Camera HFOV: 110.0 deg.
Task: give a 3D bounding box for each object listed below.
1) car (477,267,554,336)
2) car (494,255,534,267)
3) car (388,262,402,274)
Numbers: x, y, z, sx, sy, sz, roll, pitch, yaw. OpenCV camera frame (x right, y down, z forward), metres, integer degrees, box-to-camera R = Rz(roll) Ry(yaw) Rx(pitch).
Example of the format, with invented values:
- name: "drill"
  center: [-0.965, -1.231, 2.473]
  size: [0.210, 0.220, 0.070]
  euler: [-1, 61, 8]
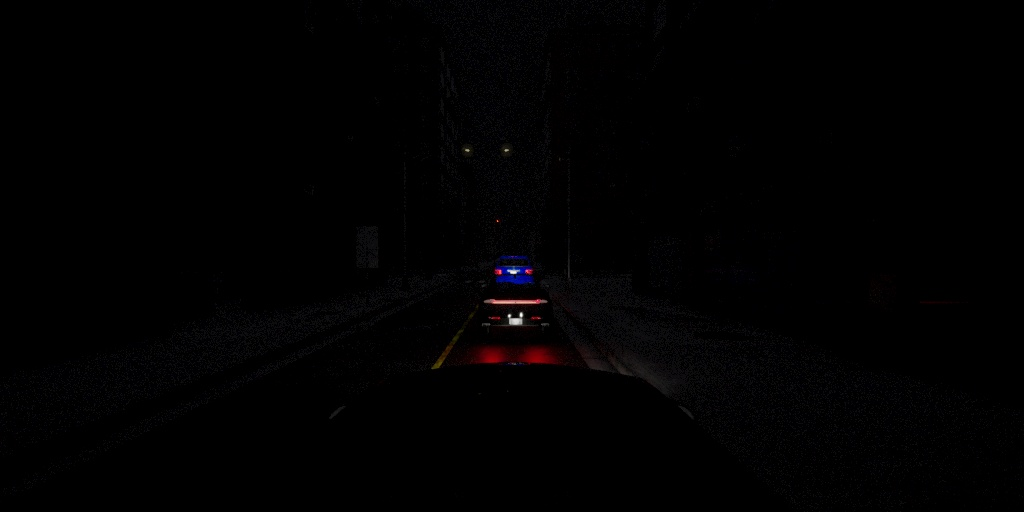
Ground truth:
- name: "car"
  center: [0.098, 1.241, 10.381]
  size: [2.128, 1.511, 4.902]
  euler: [0, 0, 0]
- name: "car"
  center: [0.102, 0.971, 20.693]
  size: [2.150, 2.045, 5.566]
  euler: [0, 0, 1]
- name: "car"
  center: [-14.660, 1.288, 40.352]
  size: [4.313, 1.339, 1.948]
  euler: [0, 0, 0]
